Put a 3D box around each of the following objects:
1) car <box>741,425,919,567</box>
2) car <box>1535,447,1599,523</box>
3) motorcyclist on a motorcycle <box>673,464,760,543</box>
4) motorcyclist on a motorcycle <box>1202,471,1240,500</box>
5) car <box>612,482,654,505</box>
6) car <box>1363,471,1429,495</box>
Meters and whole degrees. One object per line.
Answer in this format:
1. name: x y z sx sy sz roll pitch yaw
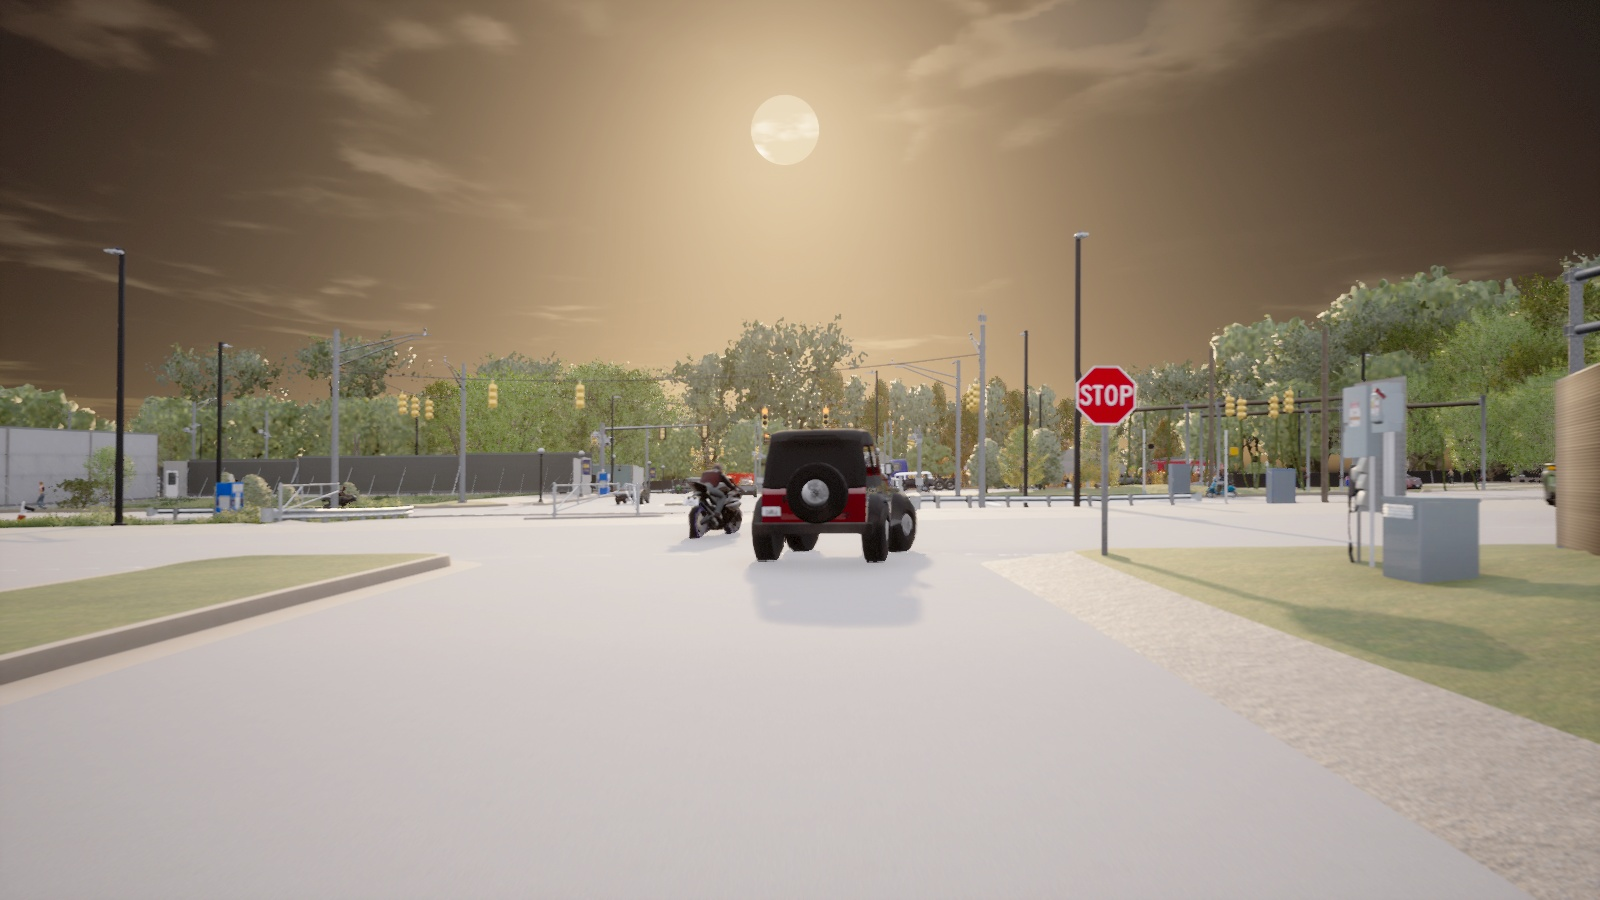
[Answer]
1. car: 0.562 0.659 18.805 1.905 1.878 3.866 -1 -1 13
2. car: 18.193 0.678 26.194 4.514 1.525 2.007 -1 -1 1
3. motorcyclist on a motorcycle: -1.690 1.051 25.716 0.866 1.530 2.191 0 0 23
4. motorcyclist on a motorcycle: 23.927 2.013 71.387 1.817 1.590 0.866 -1 -1 0
5. car: -11.102 2.883 83.632 2.033 1.411 5.357 -1 -1 0
6. car: 39.349 2.180 82.978 1.845 1.501 3.633 1 -3 -24
